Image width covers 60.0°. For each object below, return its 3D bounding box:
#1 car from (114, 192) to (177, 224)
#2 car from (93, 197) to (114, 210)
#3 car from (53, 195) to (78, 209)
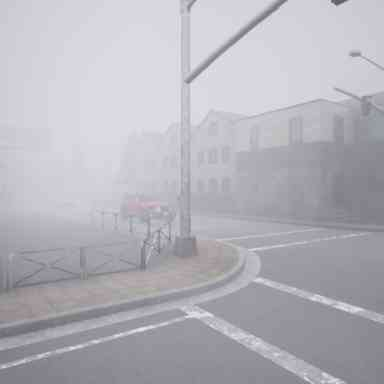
[{"bbox_3d":[-3.273,1.042,23.769,2.150,2.045,5.566,0,0,-35],"label":"car"},{"bbox_3d":[-10.536,1.328,40.416,1.837,1.490,4.892,0,0,-35],"label":"car"},{"bbox_3d":[-15.968,1.175,41.814,2.097,1.767,4.553,0,0,-35],"label":"car"}]
